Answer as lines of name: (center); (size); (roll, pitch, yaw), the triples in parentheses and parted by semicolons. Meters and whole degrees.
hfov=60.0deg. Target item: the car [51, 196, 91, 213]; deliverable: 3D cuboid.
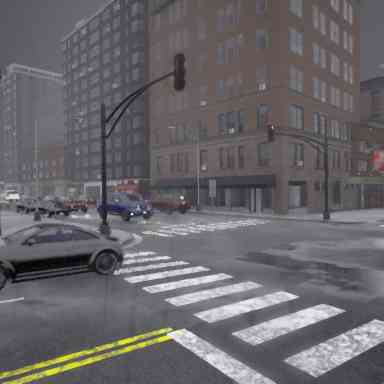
car: (-12.080, 1.394, 32.856); (1.895, 1.301, 4.718); (-1, 1, -44)

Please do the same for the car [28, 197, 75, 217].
car: (-12.364, 1.418, 29.196); (1.947, 1.339, 4.313); (0, 1, -44)

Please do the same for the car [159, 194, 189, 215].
car: (-2.411, 1.087, 31.163); (2.192, 1.841, 5.009); (0, 1, -44)

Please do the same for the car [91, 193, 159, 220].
car: (-5.318, 1.089, 25.856); (2.150, 2.045, 5.566); (-1, 1, -44)

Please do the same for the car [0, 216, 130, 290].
car: (-3.964, 1.562, 8.835); (4.181, 1.385, 1.994); (0, 0, -35)

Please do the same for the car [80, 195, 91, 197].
car: (-13.895, 1.084, 43.044); (1.967, 1.590, 4.097); (0, 1, -44)

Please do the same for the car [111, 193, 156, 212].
car: (-6.239, 1.045, 35.123); (2.192, 1.841, 5.009); (0, 1, -44)

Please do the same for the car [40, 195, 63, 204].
car: (-21.551, 1.136, 50.965); (1.802, 1.307, 4.206); (0, 1, -44)

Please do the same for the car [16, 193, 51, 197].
car: (-19.348, 1.216, 40.396); (1.837, 1.490, 4.892); (-1, 1, -44)

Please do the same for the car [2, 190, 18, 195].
car: (-31.881, 0.711, 57.941); (2.150, 2.045, 5.566); (-1, 1, -44)

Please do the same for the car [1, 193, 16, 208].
car: (-23.727, 1.248, 40.950); (1.752, 1.417, 4.829); (0, 1, -44)

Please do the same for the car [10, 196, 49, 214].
car: (-16.192, 1.375, 33.155); (1.947, 1.339, 4.313); (0, 1, -44)

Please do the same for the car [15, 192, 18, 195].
car: (-29.207, 1.044, 58.885); (1.802, 1.307, 4.206); (0, 1, -44)

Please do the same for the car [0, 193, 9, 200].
car: (-40.690, 0.885, 70.764); (1.947, 1.339, 4.313); (0, 1, -44)
